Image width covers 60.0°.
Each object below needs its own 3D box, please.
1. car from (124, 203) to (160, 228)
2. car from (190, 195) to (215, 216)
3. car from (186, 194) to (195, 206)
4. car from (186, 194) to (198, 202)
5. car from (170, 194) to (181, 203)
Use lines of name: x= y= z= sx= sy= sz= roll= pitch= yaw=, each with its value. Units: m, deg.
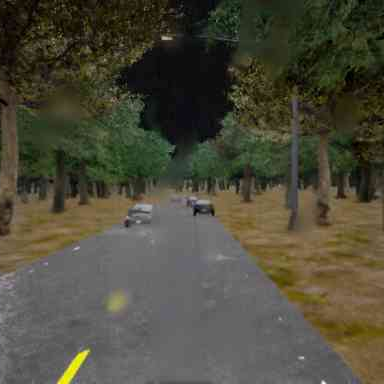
car: x=-3.107 y=1.457 z=21.607 sx=1.812 sy=1.442 sz=4.674 roll=0 pitch=0 yaw=0
car: x=1.037 y=1.375 z=30.803 sx=1.882 sy=1.535 sz=5.008 roll=0 pitch=0 yaw=0
car: x=0.104 y=1.322 z=49.153 sx=1.812 sy=1.442 sz=4.674 roll=0 pitch=1 yaw=0
car: x=-0.015 y=1.162 z=65.188 sx=2.128 sy=1.511 sz=4.902 roll=0 pitch=1 yaw=0
car: x=-3.050 y=1.193 z=62.777 sx=1.837 sy=1.490 sz=4.892 roll=0 pitch=1 yaw=1
